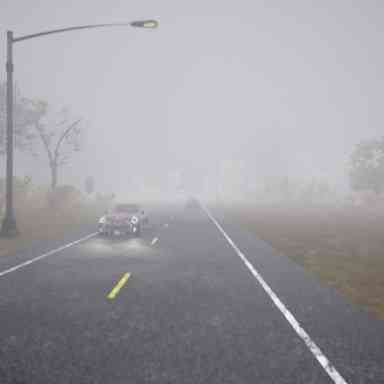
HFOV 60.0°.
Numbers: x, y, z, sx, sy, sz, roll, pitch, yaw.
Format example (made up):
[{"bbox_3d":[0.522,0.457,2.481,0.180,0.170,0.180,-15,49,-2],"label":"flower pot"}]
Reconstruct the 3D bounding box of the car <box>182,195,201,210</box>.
[{"bbox_3d":[0.142,1.515,44.492,2.128,1.511,4.902,0,0,0],"label":"car"}]

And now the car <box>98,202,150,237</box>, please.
[{"bbox_3d":[-3.582,1.366,18.174,2.097,1.767,4.553,0,0,0],"label":"car"}]

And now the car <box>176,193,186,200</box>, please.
[{"bbox_3d":[-3.411,1.323,94.930,2.097,1.767,4.553,0,0,0],"label":"car"}]
